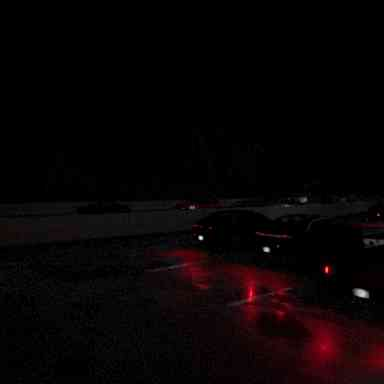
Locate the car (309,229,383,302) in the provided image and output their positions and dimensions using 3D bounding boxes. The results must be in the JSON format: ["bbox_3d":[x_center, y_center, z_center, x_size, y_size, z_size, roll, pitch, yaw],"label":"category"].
[{"bbox_3d":[4.932,1.610,7.600,4.718,1.301,1.895,0,0,-38],"label":"car"}]

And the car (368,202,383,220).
[{"bbox_3d":[15.341,1.509,25.840,5.008,1.535,1.882,0,0,-43],"label":"car"}]

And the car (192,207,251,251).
[{"bbox_3d":[2.240,1.530,14.423,4.892,1.490,1.837,0,0,-39],"label":"car"}]

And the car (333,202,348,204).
[{"bbox_3d":[27.163,1.306,60.223,2.150,2.045,5.566,0,0,37],"label":"car"}]

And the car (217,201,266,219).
[{"bbox_3d":[4.590,1.578,30.413,4.674,1.442,1.812,0,0,-42],"label":"car"}]

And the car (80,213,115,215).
[{"bbox_3d":[-8.687,1.621,32.690,5.357,1.411,2.033,0,0,-38],"label":"car"}]

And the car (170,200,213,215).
[{"bbox_3d":[0.012,1.594,35.713,4.674,1.442,1.812,0,0,-42],"label":"car"}]

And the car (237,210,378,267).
[{"bbox_3d":[4.127,1.509,11.455,4.902,1.511,2.128,0,0,-38],"label":"car"}]
